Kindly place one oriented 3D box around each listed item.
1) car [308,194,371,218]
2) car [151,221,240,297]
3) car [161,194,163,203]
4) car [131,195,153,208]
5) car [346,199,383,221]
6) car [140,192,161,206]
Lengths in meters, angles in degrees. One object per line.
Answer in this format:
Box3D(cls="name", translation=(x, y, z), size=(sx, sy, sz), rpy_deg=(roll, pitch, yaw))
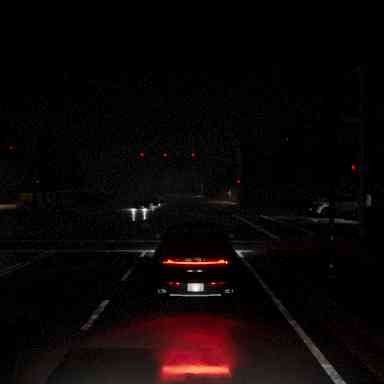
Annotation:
Box3D(cls="car", translation=(13.432, 1.221, 29.918), size=(5.566, 2.045, 2.150), rpy_deg=(0, 0, -1))
Box3D(cls="car", translation=(0.072, 1.505, 8.534), size=(1.837, 1.490, 4.892), rpy_deg=(0, 0, 0))
Box3D(cls="car", translation=(-7.117, 1.222, 67.126), size=(2.150, 2.045, 5.566), rpy_deg=(0, 0, 1))
Box3D(cls="car", translation=(-7.156, 1.526, 47.165), size=(1.812, 1.442, 4.674), rpy_deg=(0, 0, 0))
Box3D(cls="car", translation=(15.206, 1.526, 26.473), size=(4.674, 1.442, 1.812), rpy_deg=(0, 0, -1))
Box3D(cls="car", translation=(-7.163, 1.222, 56.922), size=(2.150, 2.045, 5.566), rpy_deg=(0, 0, 0))
